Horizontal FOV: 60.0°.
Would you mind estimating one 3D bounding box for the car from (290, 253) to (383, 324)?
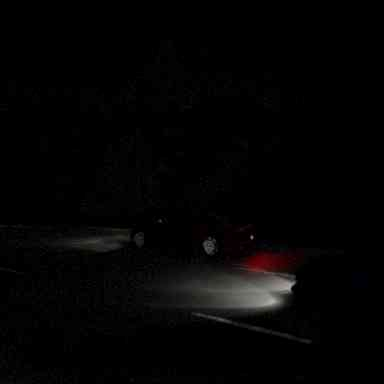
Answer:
[{"bbox_3d":[4.438,1.467,5.260,5.357,1.411,2.033,0,1,35],"label":"car"}]

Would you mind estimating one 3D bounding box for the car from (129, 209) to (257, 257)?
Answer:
[{"bbox_3d":[-0.104,1.363,12.407,5.008,1.535,1.882,0,0,32],"label":"car"}]
